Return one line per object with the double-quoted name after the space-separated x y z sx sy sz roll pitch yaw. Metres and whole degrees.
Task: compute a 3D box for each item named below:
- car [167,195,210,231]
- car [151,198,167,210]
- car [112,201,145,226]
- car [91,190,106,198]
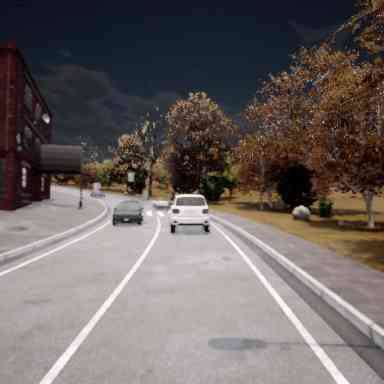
-0.253 1.163 20.075 2.150 2.045 5.566 0 0 -4 "car"
-3.547 1.328 38.903 1.895 1.301 4.718 1 1 -16 "car"
-4.228 1.373 22.569 1.882 1.535 5.008 1 1 -6 "car"
-17.493 0.297 61.873 1.812 1.442 4.674 2 2 -31 "car"
